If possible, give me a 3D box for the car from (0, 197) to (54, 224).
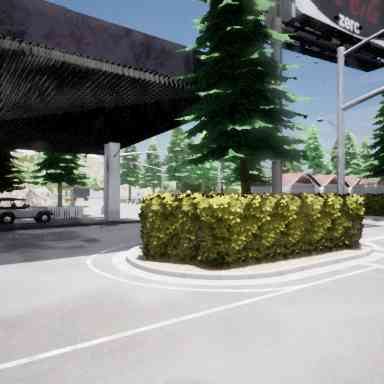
[{"bbox_3d":[-11.983,1.313,23.471,3.866,1.878,1.905,0,0,-36],"label":"car"}]
